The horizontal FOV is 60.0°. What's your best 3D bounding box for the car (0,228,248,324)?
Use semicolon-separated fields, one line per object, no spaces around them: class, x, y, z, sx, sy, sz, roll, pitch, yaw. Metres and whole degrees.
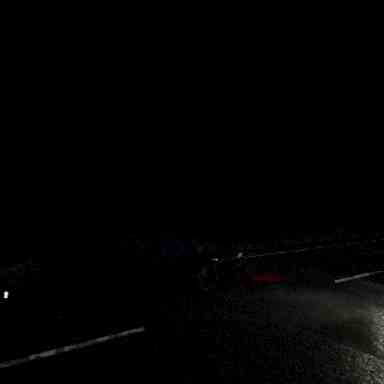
car;-1.235;1.531;7.273;5.357;1.411;2.033;0;0;-34
